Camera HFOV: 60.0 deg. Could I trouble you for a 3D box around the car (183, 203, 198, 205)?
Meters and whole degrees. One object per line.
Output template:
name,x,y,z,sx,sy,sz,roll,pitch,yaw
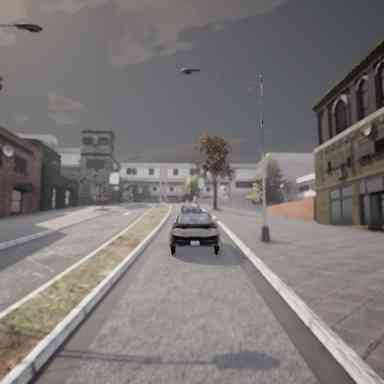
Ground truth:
car,-0.163,1.670,31.745,1.895,1.301,4.718,0,0,-2

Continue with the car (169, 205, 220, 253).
car,0.096,1.523,13.737,2.128,1.511,4.902,0,0,0
